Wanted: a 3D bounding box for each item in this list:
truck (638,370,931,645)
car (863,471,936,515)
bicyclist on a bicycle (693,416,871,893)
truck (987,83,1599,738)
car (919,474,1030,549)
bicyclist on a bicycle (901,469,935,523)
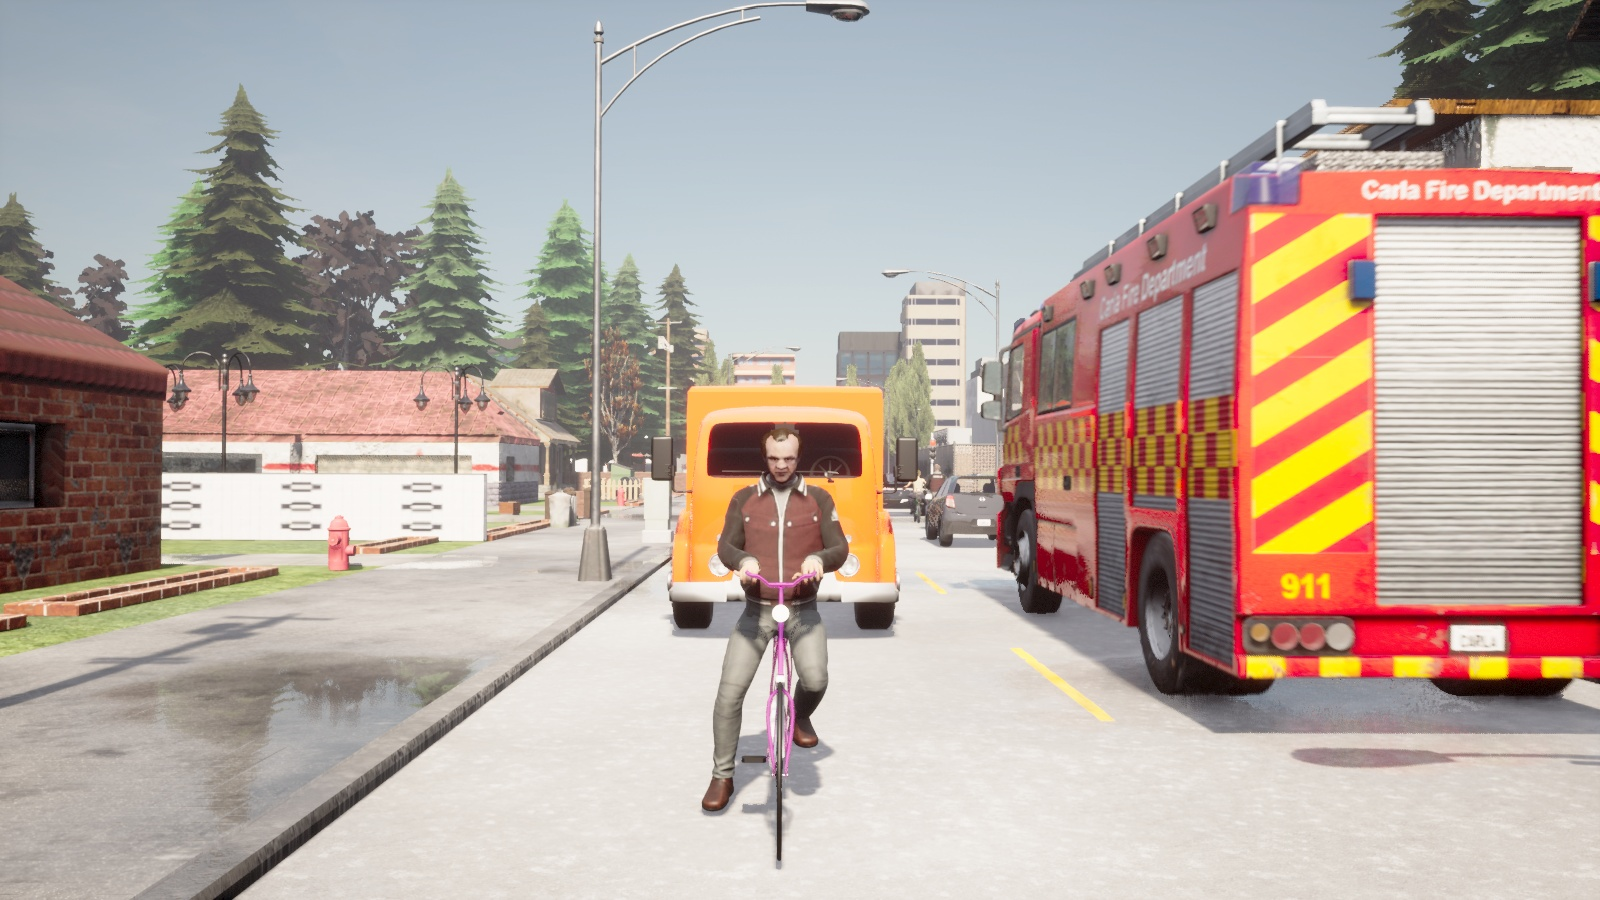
[{"bbox_3d":[-0.168,0.562,13.922,2.627,2.467,5.204,0,-1,-1],"label":"truck"},{"bbox_3d":[3.519,1.516,45.323,2.128,1.511,4.902,0,-1,-1],"label":"car"},{"bbox_3d":[-0.079,0.780,5.614,0.659,1.776,1.843,0,-1,-1],"label":"bicyclist on a bicycle"},{"bbox_3d":[3.855,-0.171,11.590,2.891,3.827,8.468,0,-1,-1],"label":"truck"},{"bbox_3d":[3.697,1.269,27.173,1.845,1.501,3.633,0,-1,-1],"label":"car"},{"bbox_3d":[3.580,1.378,38.293,0.866,1.612,1.509,0,-1,-1],"label":"bicyclist on a bicycle"}]
